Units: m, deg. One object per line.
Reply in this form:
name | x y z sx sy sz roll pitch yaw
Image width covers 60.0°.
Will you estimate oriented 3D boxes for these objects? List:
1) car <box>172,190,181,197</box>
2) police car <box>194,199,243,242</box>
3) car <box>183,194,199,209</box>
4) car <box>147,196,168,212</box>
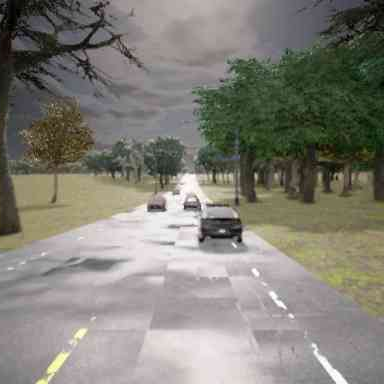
car | -3.504 0.228 76.069 1.837 1.490 4.892 0 2 0
police car | 1.224 1.360 16.019 1.930 1.638 5.238 0 0 0
car | 0.027 1.232 38.888 1.994 1.385 4.181 0 1 1
car | -3.593 1.208 35.139 1.882 1.535 5.008 0 1 0
